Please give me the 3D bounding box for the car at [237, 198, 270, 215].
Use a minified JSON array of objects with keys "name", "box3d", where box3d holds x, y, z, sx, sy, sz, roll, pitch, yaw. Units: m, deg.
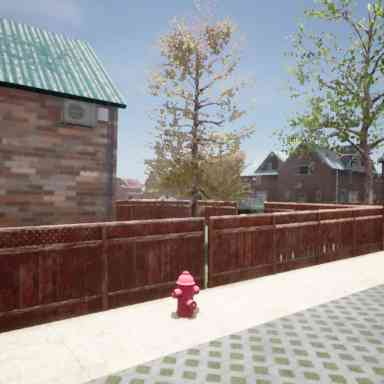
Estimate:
[{"name":"car","box3d":[4.494,1.430,26.148,2.150,2.045,5.566,2,-2,-35]}]
